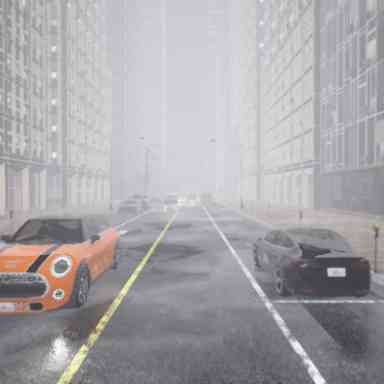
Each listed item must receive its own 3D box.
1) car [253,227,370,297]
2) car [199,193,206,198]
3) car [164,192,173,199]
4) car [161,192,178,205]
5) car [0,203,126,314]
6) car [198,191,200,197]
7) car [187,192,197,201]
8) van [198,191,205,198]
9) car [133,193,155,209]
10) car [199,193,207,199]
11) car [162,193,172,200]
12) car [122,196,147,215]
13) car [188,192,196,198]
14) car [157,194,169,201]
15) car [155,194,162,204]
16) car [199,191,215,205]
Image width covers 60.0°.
[{"bbox_3d":[2.685,1.510,8.254,1.947,1.339,4.313,0,0,0],"label":"car"},{"bbox_3d":[2.668,0.904,88.032,1.802,1.307,4.206,0,1,0],"label":"car"},{"bbox_3d":[-5.712,0.813,82.333,1.967,1.590,4.097,0,0,0],"label":"car"},{"bbox_3d":[-3.092,1.120,49.783,1.882,1.535,5.008,0,1,0],"label":"car"},{"bbox_3d":[-3.101,1.299,7.754,2.097,1.767,4.553,0,0,0],"label":"car"},{"bbox_3d":[2.672,0.834,65.235,2.192,1.841,5.009,0,0,0],"label":"car"},{"bbox_3d":[-0.015,1.119,66.391,1.895,1.301,4.718,0,0,0],"label":"car"},{"bbox_3d":[2.666,0.610,93.728,1.690,1.788,3.998,0,1,0],"label":"van"},{"bbox_3d":[-5.703,1.058,36.745,2.192,1.841,5.009,0,0,0],"label":"car"},{"bbox_3d":[2.669,0.924,82.334,2.008,1.369,4.403,0,1,0],"label":"car"},{"bbox_3d":[-5.710,0.949,76.464,1.752,1.417,4.829,0,0,0],"label":"car"},{"bbox_3d":[-5.700,1.330,31.048,1.887,1.381,4.507,0,0,0],"label":"car"},{"bbox_3d":[-0.019,0.779,82.786,1.837,1.490,4.892,0,1,0],"label":"car"},{"bbox_3d":[-5.708,1.069,65.238,2.008,1.369,4.403,0,0,0],"label":"car"},{"bbox_3d":[-5.706,1.051,53.840,1.967,1.590,4.097,0,0,0],"label":"car"},{"bbox_3d":[2.339,1.109,48.563,1.801,1.575,5.366,0,0,0],"label":"car"}]
